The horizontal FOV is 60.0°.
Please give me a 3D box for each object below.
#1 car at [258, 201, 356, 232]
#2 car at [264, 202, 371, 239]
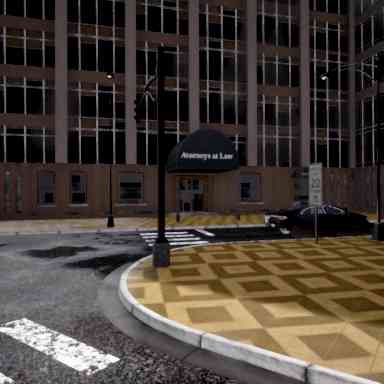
[{"bbox_3d":[6.484,1.314,18.922,4.902,1.511,2.128,0,0,-14],"label":"car"},{"bbox_3d":[6.087,1.309,15.887,4.902,1.511,2.128,0,0,-14],"label":"car"}]
